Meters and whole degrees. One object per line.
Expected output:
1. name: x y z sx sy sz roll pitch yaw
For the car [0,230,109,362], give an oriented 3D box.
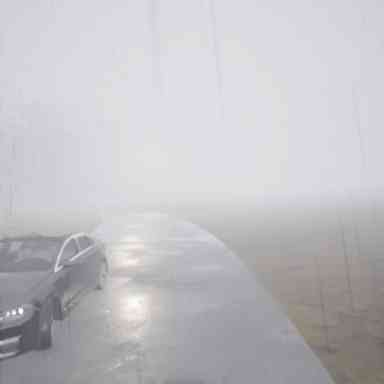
1. car: -2.965 1.563 6.355 2.128 1.511 4.902 -1 0 0
